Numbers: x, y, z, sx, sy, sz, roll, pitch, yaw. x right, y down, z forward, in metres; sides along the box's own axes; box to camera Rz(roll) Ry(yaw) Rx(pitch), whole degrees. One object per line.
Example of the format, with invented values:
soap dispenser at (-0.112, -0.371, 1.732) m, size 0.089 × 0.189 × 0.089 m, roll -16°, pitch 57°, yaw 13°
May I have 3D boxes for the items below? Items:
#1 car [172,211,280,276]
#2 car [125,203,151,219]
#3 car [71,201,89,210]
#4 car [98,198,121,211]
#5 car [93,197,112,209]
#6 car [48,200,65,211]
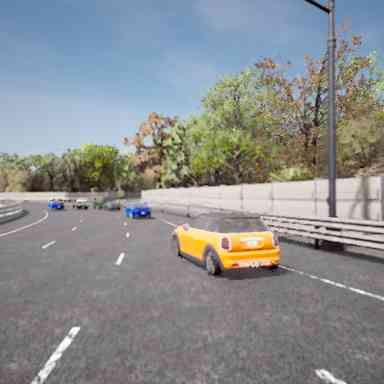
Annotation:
car at (0.881, 1.458, 11.058) m, size 2.097 × 1.767 × 4.553 m, roll 0°, pitch -1°, yaw -21°
car at (-5.483, 1.813, 33.506) m, size 1.882 × 1.535 × 5.008 m, roll 0°, pitch 0°, yaw -21°
car at (-17.790, 2.146, 52.705) m, size 1.895 × 1.301 × 4.718 m, roll 0°, pitch -1°, yaw -31°
car at (-11.878, 2.046, 49.045) m, size 2.033 × 1.411 × 5.357 m, roll 0°, pitch -1°, yaw -27°
car at (-14.438, 1.773, 54.020) m, size 2.150 × 2.045 × 5.566 m, roll 0°, pitch -1°, yaw -31°
car at (-20.815, 2.012, 50.948) m, size 1.882 × 1.535 × 5.008 m, roll 0°, pitch -1°, yaw -31°
